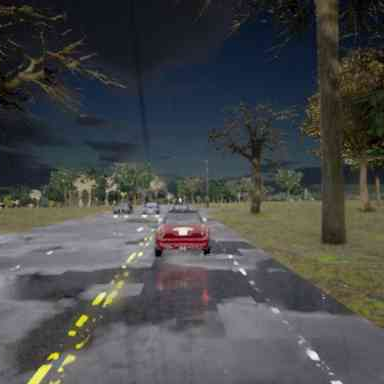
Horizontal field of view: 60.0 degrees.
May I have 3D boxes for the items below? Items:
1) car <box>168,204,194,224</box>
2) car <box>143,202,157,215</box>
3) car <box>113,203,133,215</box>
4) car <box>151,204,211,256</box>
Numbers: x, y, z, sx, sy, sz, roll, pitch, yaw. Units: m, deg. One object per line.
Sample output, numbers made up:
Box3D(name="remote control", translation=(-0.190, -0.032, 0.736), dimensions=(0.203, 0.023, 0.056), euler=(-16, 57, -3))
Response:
Box3D(name="car", translation=(-0.984, 1.845, 29.318), dimensions=(2.128, 1.511, 4.902), euler=(0, -1, -2))
Box3D(name="car", translation=(-4.948, 2.032, 41.245), dimensions=(1.812, 1.442, 4.674), euler=(0, -1, -2))
Box3D(name="car", translation=(-8.450, 2.074, 41.191), dimensions=(1.994, 1.385, 4.181), euler=(0, -1, -2))
Box3D(name="car", translation=(-0.406, 1.512, 14.113), dimensions=(2.097, 1.767, 4.553), euler=(0, -1, -2))
